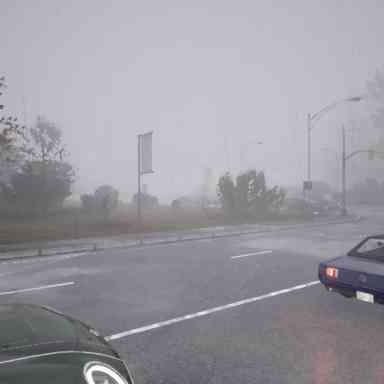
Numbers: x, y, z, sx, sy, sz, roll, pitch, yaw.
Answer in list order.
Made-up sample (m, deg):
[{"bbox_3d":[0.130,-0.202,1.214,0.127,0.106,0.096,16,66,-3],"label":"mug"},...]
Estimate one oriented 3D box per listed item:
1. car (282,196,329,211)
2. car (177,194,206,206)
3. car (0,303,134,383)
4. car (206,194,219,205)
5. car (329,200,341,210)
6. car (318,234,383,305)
[{"bbox_3d":[11.698,1.291,35.704,1.837,1.490,4.892,-1,0,-38],"label":"car"},{"bbox_3d":[-0.568,1.300,51.089,1.837,1.490,4.892,-1,0,-39],"label":"car"},{"bbox_3d":[-2.567,1.352,1.893,4.553,1.767,2.097,0,0,-36],"label":"car"},{"bbox_3d":[2.308,1.117,53.095,2.097,1.767,4.553,-1,0,-39],"label":"car"},{"bbox_3d":[14.419,1.247,37.937,2.128,1.511,4.902,-1,0,-39],"label":"car"},{"bbox_3d":[4.906,1.573,7.230,4.718,1.301,1.895,0,0,-35],"label":"car"}]
